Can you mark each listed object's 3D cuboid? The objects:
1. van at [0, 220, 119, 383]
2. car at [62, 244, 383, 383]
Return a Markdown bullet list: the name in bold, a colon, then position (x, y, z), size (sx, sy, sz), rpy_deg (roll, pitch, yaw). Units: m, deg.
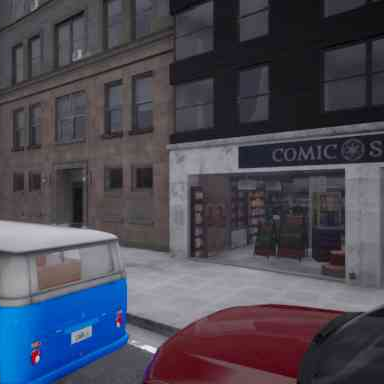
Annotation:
- **van**: position (-2.723, 1.341, 4.755), size (3.998, 1.788, 1.690), rpy_deg (0, 0, 36)
- **car**: position (1.899, 1.315, 1.456), size (5.009, 1.841, 2.192), rpy_deg (0, 0, 36)
